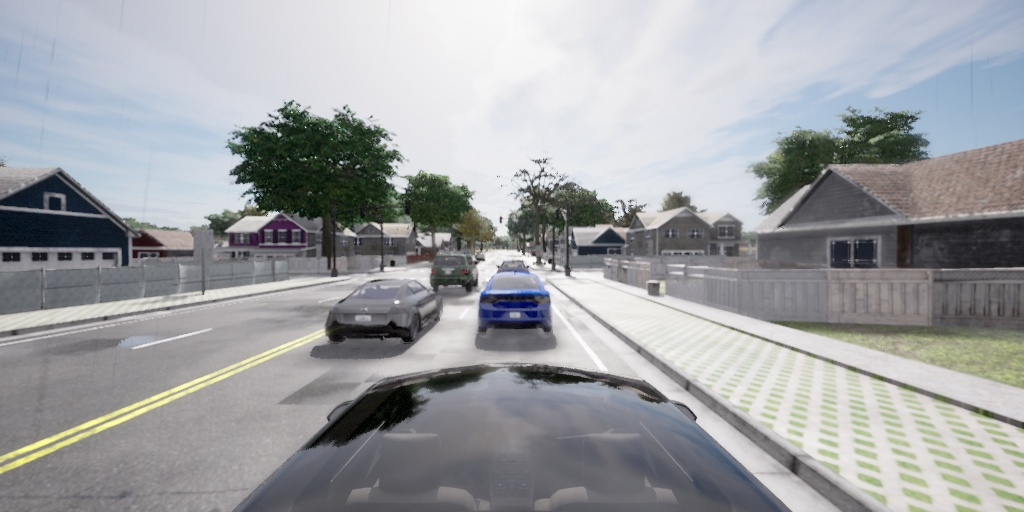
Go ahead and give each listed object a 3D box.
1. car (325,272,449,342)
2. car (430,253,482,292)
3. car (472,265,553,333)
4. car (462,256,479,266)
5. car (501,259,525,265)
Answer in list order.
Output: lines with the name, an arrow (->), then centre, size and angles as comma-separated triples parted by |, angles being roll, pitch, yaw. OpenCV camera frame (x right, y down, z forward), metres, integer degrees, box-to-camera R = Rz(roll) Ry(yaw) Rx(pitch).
car -> -3.168, 1.294, 9.677 | 1.994, 1.385, 4.181 | 0, 0, 0
car -> -3.179, 0.886, 20.492 | 2.150, 2.045, 5.566 | 0, 1, 0
car -> 0.083, 1.203, 10.732 | 1.882, 1.535, 5.008 | 0, 0, 0
car -> -6.657, 0.786, 58.313 | 2.033, 1.411, 5.357 | 0, 1, 0
car -> 0.068, 0.995, 22.983 | 2.097, 1.767, 4.553 | 0, 1, 0
